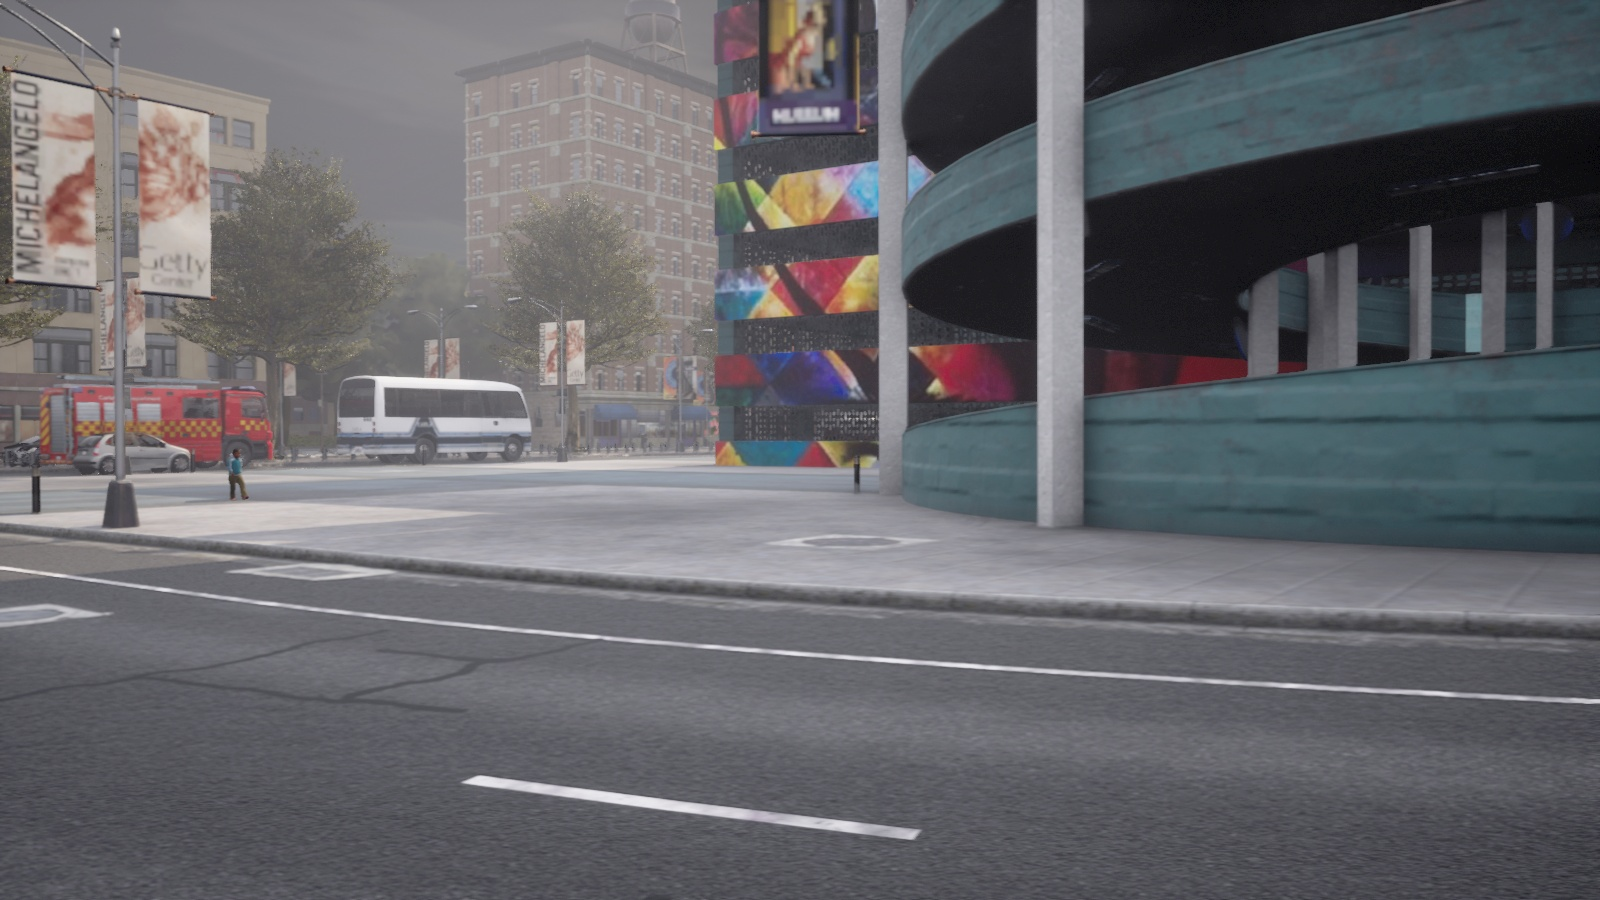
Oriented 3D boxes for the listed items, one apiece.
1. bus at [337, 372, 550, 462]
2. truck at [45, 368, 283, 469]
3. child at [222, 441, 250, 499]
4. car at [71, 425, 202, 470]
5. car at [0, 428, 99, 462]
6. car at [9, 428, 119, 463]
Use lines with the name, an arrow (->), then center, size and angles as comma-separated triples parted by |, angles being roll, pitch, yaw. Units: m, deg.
bus -> -17.934, -1.622, 64.135 | 3.944, 4.253, 10.273 | 1, 1, 35
truck -> -26.213, -1.262, 52.265 | 2.891, 3.827, 8.468 | 1, 1, 35
child -> -11.774, 0.407, 26.210 | 0.448, 1.192, 0.343 | 1, 1, 33
car -> -25.141, -0.122, 47.725 | 1.851, 1.617, 3.988 | 1, 1, 35
car -> -35.379, -0.264, 59.188 | 1.789, 1.549, 3.705 | 1, 1, 36
car -> -33.030, -0.224, 56.418 | 1.970, 1.475, 3.806 | 1, 1, 35
